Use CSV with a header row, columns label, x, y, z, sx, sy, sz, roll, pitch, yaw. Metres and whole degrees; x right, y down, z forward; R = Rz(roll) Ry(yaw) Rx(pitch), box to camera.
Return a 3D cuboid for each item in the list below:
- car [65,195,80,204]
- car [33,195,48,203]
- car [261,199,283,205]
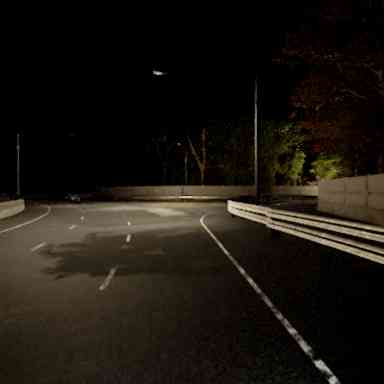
label,x,y,z,sx,sy,sz,roll,pitch,yaw
car,-21.040,1.324,58.652,2.128,1.511,4.902,0,0,-32
car,-29.376,1.353,64.472,2.128,1.511,4.902,0,0,-38
car,13.106,1.325,54.415,4.181,1.385,1.994,0,0,-43
